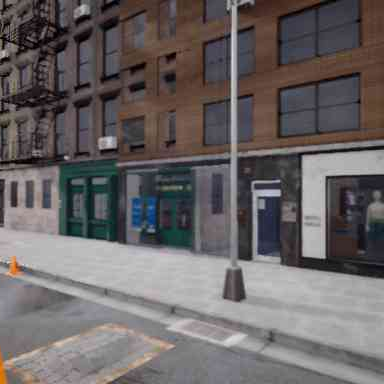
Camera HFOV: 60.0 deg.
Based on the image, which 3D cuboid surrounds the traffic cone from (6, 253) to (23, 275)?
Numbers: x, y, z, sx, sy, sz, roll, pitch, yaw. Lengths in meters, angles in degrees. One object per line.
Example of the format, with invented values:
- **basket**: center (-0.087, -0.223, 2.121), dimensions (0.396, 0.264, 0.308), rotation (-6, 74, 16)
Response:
- **traffic cone**: center (-5.178, 2.084, 9.725), dimensions (0.340, 0.580, 0.340), rotation (0, -1, 37)

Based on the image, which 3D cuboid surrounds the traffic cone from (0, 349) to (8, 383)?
- **traffic cone**: center (-2.185, 2.006, 3.721), dimensions (0.340, 0.580, 0.340), rotation (0, -1, 37)
